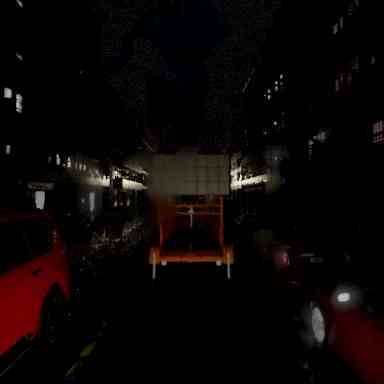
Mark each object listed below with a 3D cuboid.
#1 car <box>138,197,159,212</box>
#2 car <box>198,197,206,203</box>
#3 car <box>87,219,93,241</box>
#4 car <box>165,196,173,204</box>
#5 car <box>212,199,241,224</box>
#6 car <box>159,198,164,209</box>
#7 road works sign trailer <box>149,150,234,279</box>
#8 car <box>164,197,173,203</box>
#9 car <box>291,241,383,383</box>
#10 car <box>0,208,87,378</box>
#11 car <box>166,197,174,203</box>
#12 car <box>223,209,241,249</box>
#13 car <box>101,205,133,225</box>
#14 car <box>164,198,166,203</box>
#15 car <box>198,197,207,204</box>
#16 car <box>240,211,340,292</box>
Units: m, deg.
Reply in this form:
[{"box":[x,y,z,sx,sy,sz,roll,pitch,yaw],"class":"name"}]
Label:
[{"box":[-5.767,1.723,42.896,1.967,1.590,4.097,0,0,0],"class":"car"},{"box":[2.530,2.112,87.996,1.887,1.381,4.507,0,0,0],"class":"car"},{"box":[-5.715,1.666,14.712,1.947,1.339,4.313,0,0,0],"class":"car"},{"box":[-5.828,1.813,76.714,2.192,1.841,5.009,0,0,0],"class":"car"},{"box":[2.646,1.489,25.999,2.192,1.841,5.009,0,0,0],"class":"car"},{"box":[-5.776,1.634,48.533,2.192,1.841,5.009,0,0,0],"class":"car"},{"box":[-0.018,0.534,10.224,2.380,3.560,2.880,0,0,0],"class":"road works sign trailer"},{"box":[-5.839,1.973,82.349,1.967,1.590,4.097,0,0,0],"class":"car"},{"box":[2.686,1.569,3.452,1.887,1.381,4.507,0,0,0],"class":"car"},{"box":[-3.006,1.244,3.234,2.150,2.045,5.566,0,0,0],"class":"car"},{"box":[-5.850,2.113,87.985,1.887,1.381,4.507,0,0,0],"class":"car"},{"box":[2.666,1.651,14.724,2.008,1.369,4.403,0,0,0],"class":"car"},{"box":[-5.736,1.698,25.815,1.752,1.417,4.829,0,0,0],"class":"car"},{"box":[-5.788,1.937,54.167,1.802,1.307,4.206,0,0,0],"class":"car"},{"box":[2.551,2.024,76.894,1.752,1.417,4.829,0,0,0],"class":"car"},{"box":[2.676,1.502,9.090,1.967,1.590,4.097,0,0,0],"class":"car"}]
